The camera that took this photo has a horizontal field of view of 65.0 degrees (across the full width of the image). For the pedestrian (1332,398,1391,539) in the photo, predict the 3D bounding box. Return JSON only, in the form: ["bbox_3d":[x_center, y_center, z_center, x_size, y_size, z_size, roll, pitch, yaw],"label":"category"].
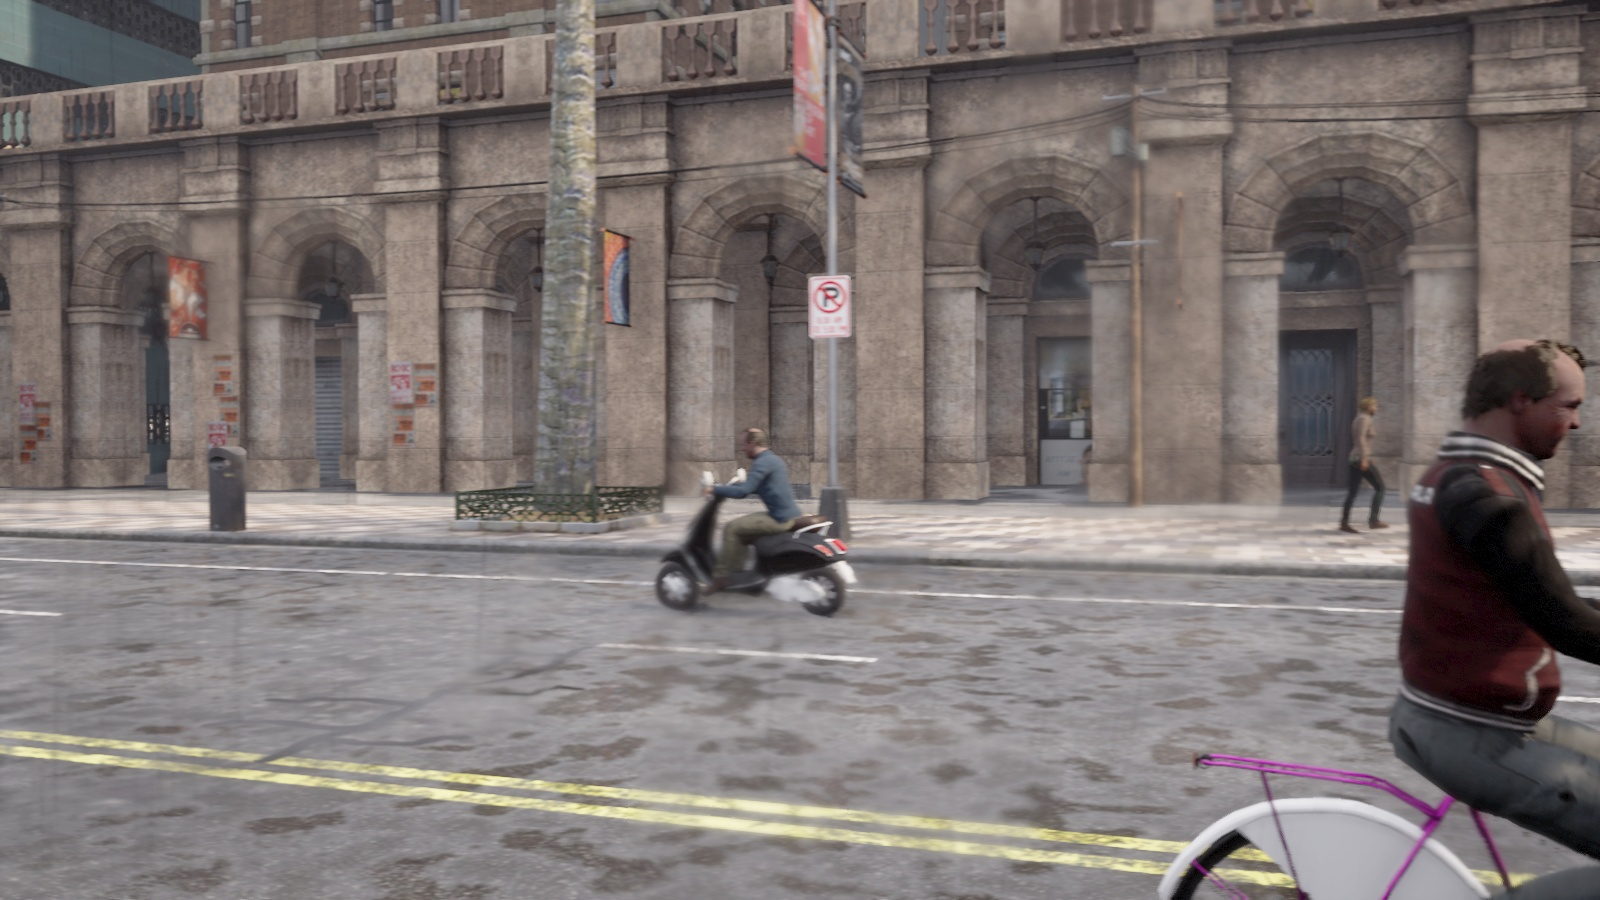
[{"bbox_3d":[7.465,0.242,16.696,0.634,1.846,0.331,0,1,9],"label":"pedestrian"}]

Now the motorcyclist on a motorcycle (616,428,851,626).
[{"bbox_3d":[-0.556,0.607,10.757,1.817,1.590,0.866,0,1,18],"label":"motorcyclist on a motorcycle"}]

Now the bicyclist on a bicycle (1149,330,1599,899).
[{"bbox_3d":[1.702,0.661,2.617,1.843,1.776,0.659,0,1,19],"label":"bicyclist on a bicycle"}]
